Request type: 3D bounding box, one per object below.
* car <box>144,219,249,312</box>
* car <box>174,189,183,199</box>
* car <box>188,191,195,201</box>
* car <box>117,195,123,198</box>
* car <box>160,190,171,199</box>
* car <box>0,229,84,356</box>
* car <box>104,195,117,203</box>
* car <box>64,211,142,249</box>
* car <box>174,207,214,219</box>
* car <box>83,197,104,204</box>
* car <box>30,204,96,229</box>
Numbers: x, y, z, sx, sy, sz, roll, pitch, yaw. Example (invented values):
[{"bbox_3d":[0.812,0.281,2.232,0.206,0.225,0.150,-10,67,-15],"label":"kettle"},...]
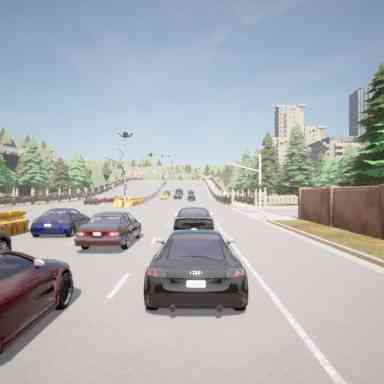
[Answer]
[{"bbox_3d":[0.088,1.564,7.780,1.994,1.385,4.181,0,0,1],"label":"car"},{"bbox_3d":[-3.692,0.903,86.930,2.097,1.767,4.553,0,3,0],"label":"car"},{"bbox_3d":[-0.159,1.299,81.839,1.837,1.490,4.892,0,2,0],"label":"car"},{"bbox_3d":[-17.640,1.477,78.954,1.895,1.301,4.718,0,1,0],"label":"car"},{"bbox_3d":[-7.192,1.024,86.944,1.882,1.535,5.008,0,3,0],"label":"car"},{"bbox_3d":[-3.410,1.564,5.172,1.994,1.385,4.181,0,0,0],"label":"car"},{"bbox_3d":[-17.577,1.594,68.712,1.895,1.301,4.718,0,0,0],"label":"car"},{"bbox_3d":[-3.408,1.547,14.412,2.033,1.411,5.357,0,0,0],"label":"car"},{"bbox_3d":[0.084,1.478,16.770,1.882,1.535,5.008,0,0,0],"label":"car"},{"bbox_3d":[-17.617,1.564,58.642,1.994,1.385,4.181,0,0,0],"label":"car"},{"bbox_3d":[-6.918,1.564,17.972,1.994,1.385,4.181,0,0,0],"label":"car"}]
